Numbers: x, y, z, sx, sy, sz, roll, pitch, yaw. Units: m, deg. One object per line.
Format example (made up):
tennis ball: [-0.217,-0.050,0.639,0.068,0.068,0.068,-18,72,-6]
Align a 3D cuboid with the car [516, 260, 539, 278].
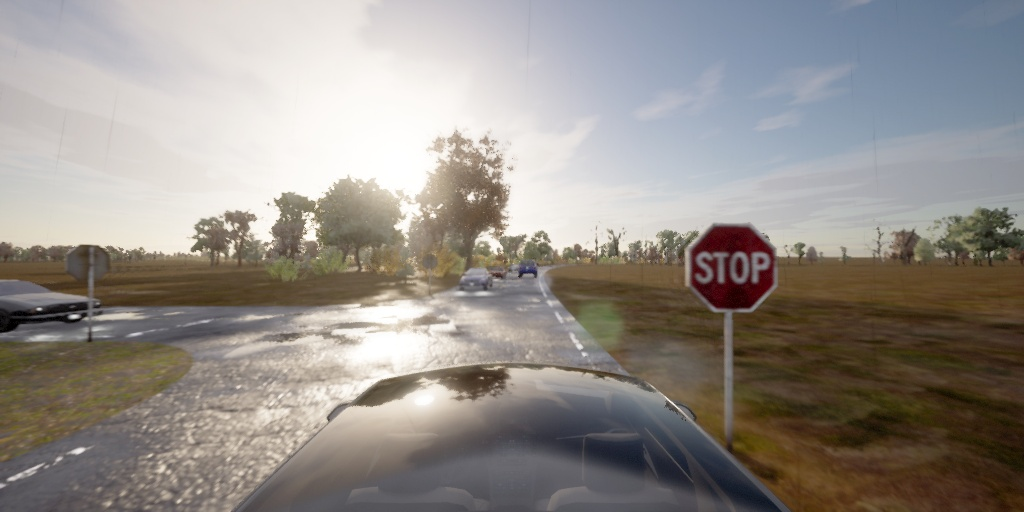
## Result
car: [2.027,1.519,43.559,2.150,2.045,5.566,0,-1,5]

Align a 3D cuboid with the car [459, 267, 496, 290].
car: [-2.451,1.589,25.516,1.812,1.442,4.674,0,-1,4]

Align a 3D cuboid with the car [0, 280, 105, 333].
car: [-15.630,1.413,10.628,5.357,1.411,2.033,0,-1,0]

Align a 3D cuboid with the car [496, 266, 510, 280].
car: [-1.638,1.826,37.949,1.895,1.301,4.718,0,-1,4]

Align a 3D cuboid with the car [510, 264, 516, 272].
car: [0.520,1.997,59.278,2.128,1.511,4.902,0,-1,7]
